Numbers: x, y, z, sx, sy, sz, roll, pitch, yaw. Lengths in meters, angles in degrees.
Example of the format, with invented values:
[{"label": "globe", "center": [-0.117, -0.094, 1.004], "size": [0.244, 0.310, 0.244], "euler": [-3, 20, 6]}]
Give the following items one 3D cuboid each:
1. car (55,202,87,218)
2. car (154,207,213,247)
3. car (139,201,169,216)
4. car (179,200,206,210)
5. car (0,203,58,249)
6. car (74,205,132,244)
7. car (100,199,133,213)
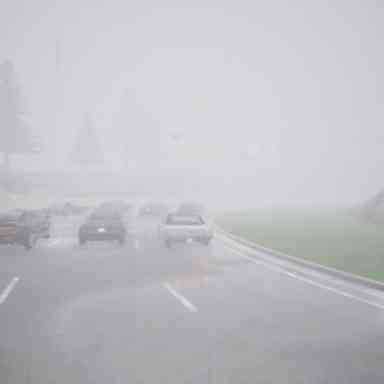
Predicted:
[{"label": "car", "center": [-11.067, 1.518, 29.524], "size": [1.895, 1.301, 4.718], "euler": [0, 0, 9]}, {"label": "car", "center": [-0.471, 1.594, 15.157], "size": [1.895, 1.301, 4.718], "euler": [0, 0, -10]}, {"label": "car", "center": [-3.425, 1.533, 31.263], "size": [1.994, 1.385, 4.181], "euler": [0, 0, 13]}, {"label": "car", "center": [0.031, 1.499, 30.795], "size": [1.837, 1.490, 4.892], "euler": [0, 0, 13]}, {"label": "car", "center": [-7.321, 1.453, 14.110], "size": [1.837, 1.490, 4.892], "euler": [0, 0, -10]}, {"label": "car", "center": [-4.018, 1.533, 15.688], "size": [1.994, 1.385, 4.181], "euler": [0, 0, -9]}, {"label": "car", "center": [-7.070, 1.451, 30.943], "size": [1.837, 1.490, 4.892], "euler": [0, 0, 12]}]
